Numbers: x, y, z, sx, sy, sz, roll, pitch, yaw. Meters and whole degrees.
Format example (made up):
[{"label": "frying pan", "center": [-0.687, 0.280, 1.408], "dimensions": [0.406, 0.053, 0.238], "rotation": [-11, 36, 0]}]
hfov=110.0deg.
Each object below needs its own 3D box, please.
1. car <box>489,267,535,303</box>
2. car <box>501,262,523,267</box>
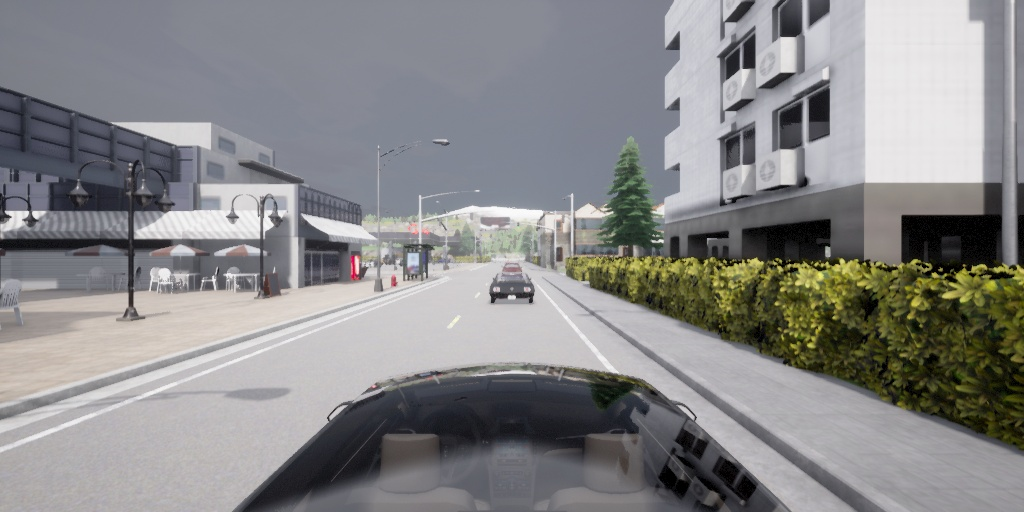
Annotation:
[{"label": "car", "center": [0.000, 1.365, 16.530], "dimensions": [1.895, 1.301, 4.718], "rotation": [0, 0, 0]}, {"label": "car", "center": [0.000, 1.283, 31.500], "dimensions": [1.812, 1.442, 4.674], "rotation": [0, 0, 0]}]
